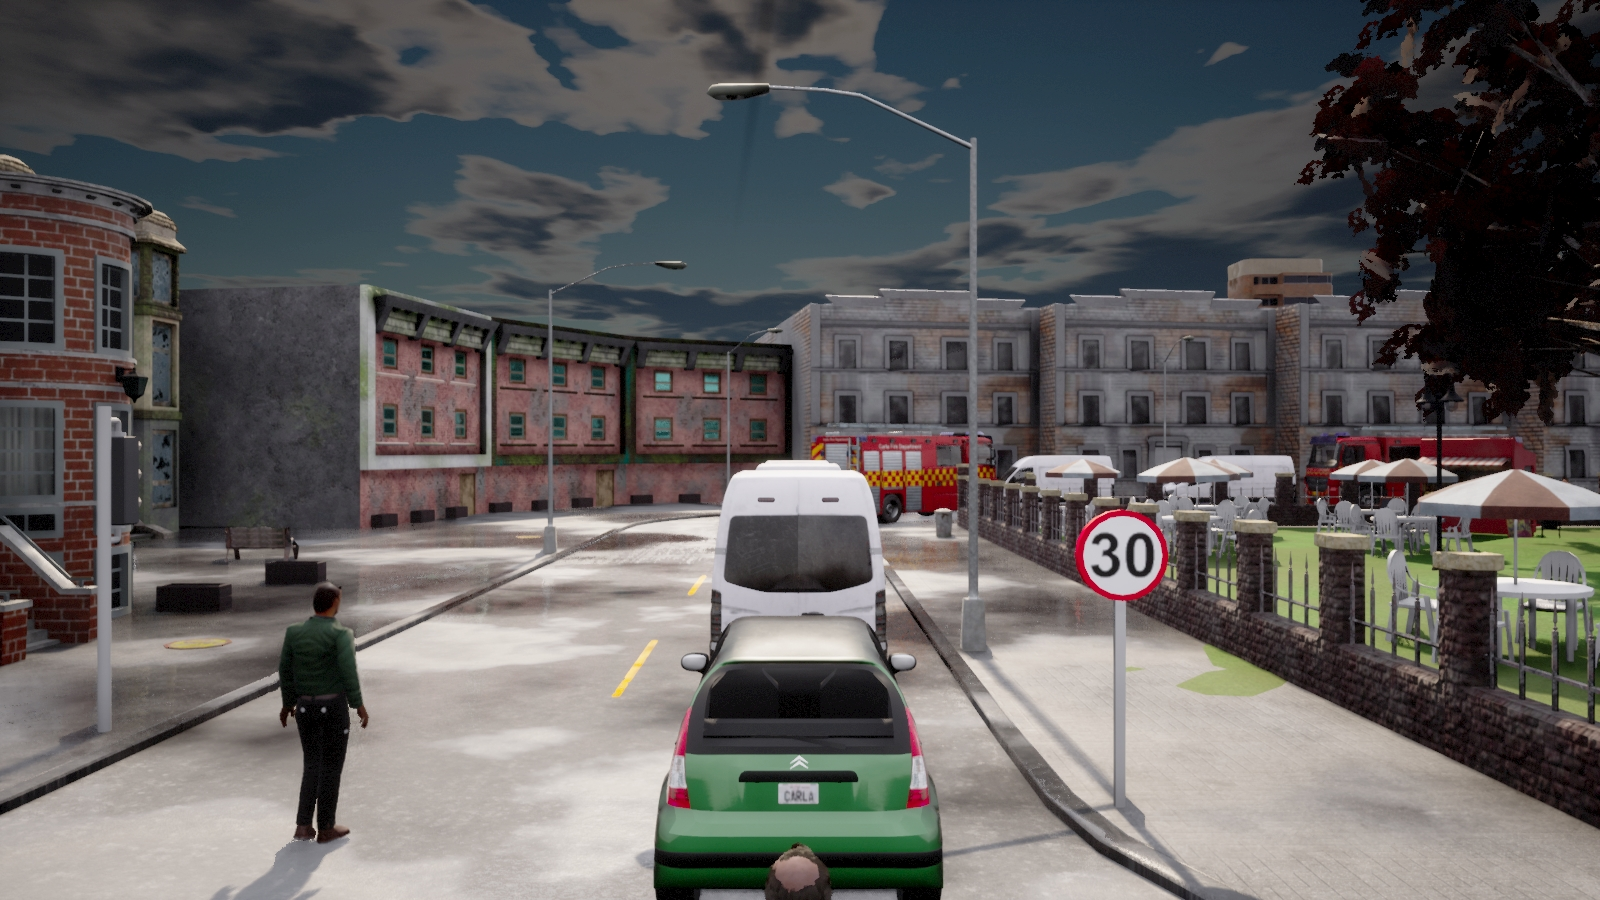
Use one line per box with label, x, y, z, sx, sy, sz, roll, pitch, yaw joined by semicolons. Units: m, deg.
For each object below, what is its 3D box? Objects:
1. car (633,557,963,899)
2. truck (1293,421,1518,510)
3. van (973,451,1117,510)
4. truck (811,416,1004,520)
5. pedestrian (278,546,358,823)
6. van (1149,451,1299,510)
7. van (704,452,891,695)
car;-0.015;1.779;8.404;1.851;1.617;3.988;0;0;0
truck;26.739;0.669;50.713;8.468;3.827;2.891;0;0;0
van;10.768;1.313;50.430;5.915;2.561;1.988;0;0;0
truck;4.502;0.671;46.247;8.468;3.827;2.891;0;0;-43
pedestrian;-3.393;1.628;8.056;0.375;1.860;0.375;0;0;11
van;18.656;1.313;50.452;5.915;2.561;1.988;0;0;0
van;-0.025;1.314;15.105;1.988;2.561;5.915;0;0;0
